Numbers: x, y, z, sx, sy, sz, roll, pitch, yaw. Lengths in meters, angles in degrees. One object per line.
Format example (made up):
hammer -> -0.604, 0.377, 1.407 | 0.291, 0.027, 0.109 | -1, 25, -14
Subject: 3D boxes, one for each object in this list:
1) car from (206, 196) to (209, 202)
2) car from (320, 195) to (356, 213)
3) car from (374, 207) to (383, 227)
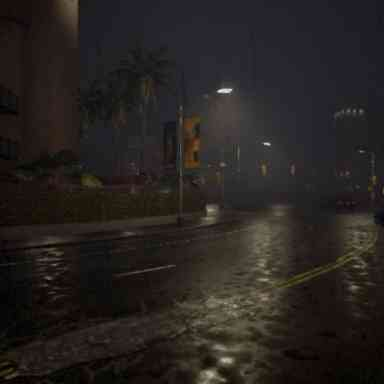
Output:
car -> 3.263, 1.741, 85.764 | 2.097, 1.535, 5.008 | 0, 0, -5
car -> 16.892, 1.343, 38.736 | 2.150, 2.045, 5.566 | 0, 0, 0
car -> 13.993, 1.637, 23.109 | 1.994, 1.385, 4.181 | 0, 0, 22
